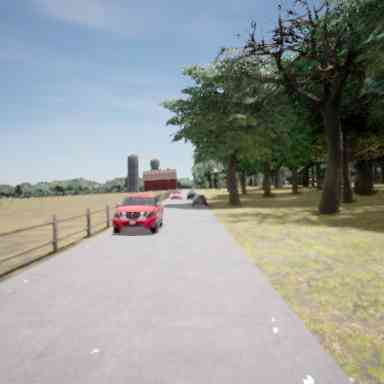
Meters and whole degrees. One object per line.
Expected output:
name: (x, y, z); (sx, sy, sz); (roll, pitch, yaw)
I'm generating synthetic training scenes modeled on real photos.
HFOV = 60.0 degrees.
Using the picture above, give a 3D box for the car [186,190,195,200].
car: (-0.002, 0.644, 61.547); (1.837, 1.490, 4.892); (0, 1, 0)

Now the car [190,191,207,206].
car: (0.961, 1.031, 42.370); (1.812, 1.442, 4.674); (0, 1, 0)

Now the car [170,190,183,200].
car: (-2.789, 0.522, 60.165); (2.097, 1.767, 4.553); (0, 1, 1)

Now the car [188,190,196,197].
car: (-0.002, 0.268, 76.949); (1.812, 1.442, 4.674); (0, 1, 0)

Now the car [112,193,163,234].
car: (-2.850, 1.092, 18.675); (2.150, 2.045, 5.566); (0, 1, 0)
